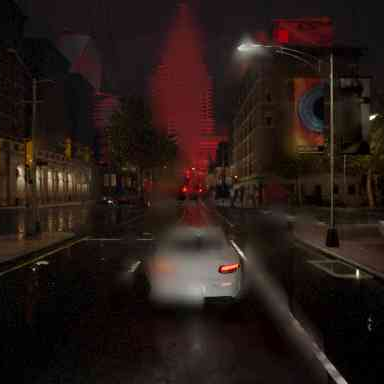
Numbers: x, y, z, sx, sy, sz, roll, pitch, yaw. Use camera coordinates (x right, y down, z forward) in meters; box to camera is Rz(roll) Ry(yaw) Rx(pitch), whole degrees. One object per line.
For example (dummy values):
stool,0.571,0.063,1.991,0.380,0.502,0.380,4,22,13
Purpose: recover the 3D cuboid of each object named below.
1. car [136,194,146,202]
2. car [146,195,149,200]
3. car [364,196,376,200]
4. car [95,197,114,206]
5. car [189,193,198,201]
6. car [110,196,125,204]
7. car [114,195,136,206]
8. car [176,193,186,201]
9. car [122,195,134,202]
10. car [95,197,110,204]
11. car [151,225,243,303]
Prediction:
car,-11.225,1.547,66.526,2.033,1.411,5.357,0,0,1
car,-11.160,1.355,76.746,2.097,1.767,4.553,0,0,0
car,34.746,1.481,68.020,2.231,1.521,4.892,0,0,0
car,-14.833,1.547,56.777,2.033,1.411,5.357,0,0,0
car,0.385,1.355,86.889,2.097,1.767,4.553,0,0,0
car,-14.723,1.505,66.316,1.837,1.490,4.892,0,0,1
car,-11.334,1.478,56.713,1.882,1.535,5.008,0,0,0
car,-3.113,1.553,87.286,1.994,1.385,4.181,0,0,0
car,-14.661,1.478,76.730,1.882,1.535,5.008,0,0,0
car,-17.954,1.595,66.861,1.895,1.301,4.718,0,0,0
car,0.112,1.526,8.113,1.812,1.442,4.674,0,0,1
